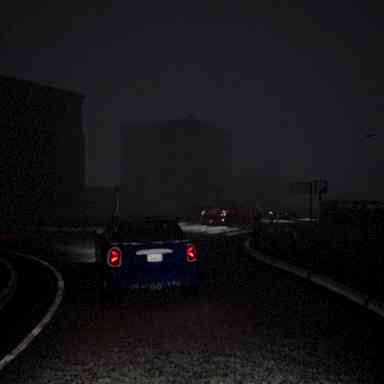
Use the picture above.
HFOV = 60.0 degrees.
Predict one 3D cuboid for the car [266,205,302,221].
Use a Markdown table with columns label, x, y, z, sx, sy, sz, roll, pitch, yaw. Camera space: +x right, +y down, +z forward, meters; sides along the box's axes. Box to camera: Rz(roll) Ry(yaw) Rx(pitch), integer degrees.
| label | x | y | z | sx | sy | sz | roll | pitch | yaw |
| --- | --- | --- | --- | --- | --- | --- | --- | --- | --- |
| car | 10.142 | 2.335 | 36.282 | 1.837 | 1.490 | 4.892 | 0 | -3 | 33 |

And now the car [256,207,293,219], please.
| label | x | y | z | sx | sy | sz | roll | pitch | yaw |
| --- | --- | --- | --- | --- | --- | --- | --- | --- | --- |
| car | 11.689 | 2.964 | 47.152 | 4.674 | 1.452 | 2.002 | 0 | -4 | 33 |

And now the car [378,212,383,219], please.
| label | x | y | z | sx | sy | sz | roll | pitch | yaw |
| --- | --- | --- | --- | --- | --- | --- | --- | --- | --- |
| car | 46.390 | 5.588 | 78.199 | 4.553 | 1.767 | 2.185 | 0 | -4 | 33 |

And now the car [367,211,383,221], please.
| label | x | y | z | sx | sy | sz | roll | pitch | yaw |
| --- | --- | --- | --- | --- | --- | --- | --- | --- | --- |
| car | 34.343 | 4.340 | 59.565 | 5.008 | 1.535 | 2.097 | 0 | -4 | 33 |

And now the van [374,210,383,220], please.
| label | x | y | z | sx | sy | sz | roll | pitch | yaw |
| --- | --- | --- | --- | --- | --- | --- | --- | --- | --- |
| van | 38.916 | 4.625 | 66.438 | 4.442 | 1.987 | 1.878 | 0 | -4 | 33 |

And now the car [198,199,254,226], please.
| label | x | y | z | sx | sy | sz | roll | pitch | yaw |
| --- | --- | --- | --- | --- | --- | --- | --- | --- | --- |
| car | 2.505 | 1.501 | 24.461 | 2.097 | 1.767 | 4.553 | 0 | -2 | 33 |

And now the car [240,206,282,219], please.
| label | x | y | z | sx | sy | sz | roll | pitch | yaw |
| --- | --- | --- | --- | --- | --- | --- | --- | --- | --- |
| car | 8.762 | 2.617 | 42.560 | 4.792 | 1.488 | 2.163 | 0 | -4 | 33 |

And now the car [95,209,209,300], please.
| label | x | y | z | sx | sy | sz | roll | pitch | yaw |
| --- | --- | --- | --- | --- | --- | --- | --- | --- | --- |
| car | -1.390 | 1.334 | 8.694 | 2.097 | 1.767 | 4.553 | 0 | 0 | -18 |

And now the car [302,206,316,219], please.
| label | x | y | z | sx | sy | sz | roll | pitch | yaw |
| --- | --- | --- | --- | --- | --- | --- | --- | --- | --- |
| car | 17.962 | 3.211 | 48.348 | 2.128 | 1.511 | 4.902 | 0 | -3 | 33 |

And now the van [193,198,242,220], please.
| label | x | y | z | sx | sy | sz | roll | pitch | yaw |
| --- | --- | --- | --- | --- | --- | --- | --- | --- | --- |
| van | 2.553 | 1.693 | 33.188 | 4.442 | 1.987 | 1.878 | 0 | -3 | 33 |

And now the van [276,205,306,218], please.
| label | x | y | z | sx | sy | sz | roll | pitch | yaw |
| --- | --- | --- | --- | --- | --- | --- | --- | --- | --- |
| van | 16.123 | 3.216 | 54.256 | 4.442 | 1.987 | 1.878 | 0 | -4 | 33 |

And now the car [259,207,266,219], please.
| label | x | y | z | sx | sy | sz | roll | pitch | yaw |
| --- | --- | --- | --- | --- | --- | --- | --- | --- | --- |
| car | 7.074 | 2.411 | 40.335 | 5.366 | 1.575 | 1.946 | 0 | -4 | 33 |

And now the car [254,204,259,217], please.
| label | x | y | z | sx | sy | sz | roll | pitch | yaw |
| --- | --- | --- | --- | --- | --- | --- | --- | --- | --- |
| car | 4.140 | 2.067 | 35.447 | 5.008 | 1.535 | 2.097 | 0 | -3 | 33 |

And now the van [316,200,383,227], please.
| label | x | y | z | sx | sy | sz | roll | pitch | yaw |
| --- | --- | --- | --- | --- | --- | --- | --- | --- | --- |
| van | 11.748 | 1.586 | 24.263 | 4.442 | 1.987 | 1.878 | 0 | -3 | 33 |

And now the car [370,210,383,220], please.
| label | x | y | z | sx | sy | sz | roll | pitch | yaw |
| --- | --- | --- | --- | --- | --- | --- | --- | --- | --- |
| car | 35.820 | 4.379 | 61.793 | 4.553 | 1.767 | 2.185 | 0 | -4 | 33 |

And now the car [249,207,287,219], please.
| label | x | y | z | sx | sy | sz | roll | pitch | yaw |
| --- | --- | --- | --- | --- | --- | --- | --- | --- | --- |
| car | 10.248 | 2.799 | 44.914 | 4.674 | 1.452 | 2.002 | 0 | -4 | 33 |
